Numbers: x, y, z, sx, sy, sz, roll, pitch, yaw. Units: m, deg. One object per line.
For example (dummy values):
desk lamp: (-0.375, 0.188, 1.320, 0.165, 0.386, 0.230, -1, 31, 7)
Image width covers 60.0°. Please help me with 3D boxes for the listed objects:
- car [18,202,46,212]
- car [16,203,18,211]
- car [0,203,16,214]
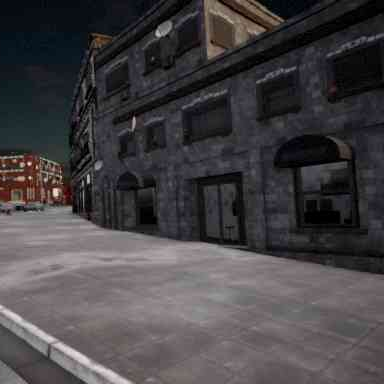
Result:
car: (-24.094, 2.251, 51.047, 2.128, 1.511, 4.902, -3, -1, -3)
car: (-27.716, 2.472, 51.803, 2.128, 1.511, 4.902, -3, -1, -3)
car: (-23.128, 2.072, 39.211, 1.812, 1.442, 4.674, -3, -1, -5)
